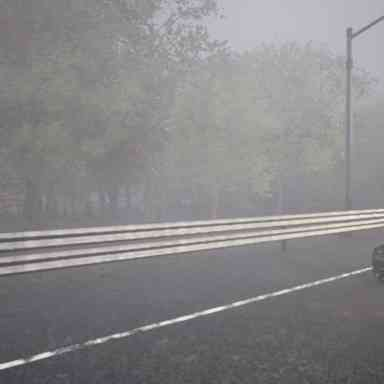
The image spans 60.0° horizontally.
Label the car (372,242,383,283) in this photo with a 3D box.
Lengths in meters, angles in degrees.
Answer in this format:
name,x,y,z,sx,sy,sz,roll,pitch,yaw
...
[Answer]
name,x,y,z,sx,sy,sz,roll,pitch,yaw
car,6.386,1.506,8.328,4.892,1.490,1.837,0,0,-36
